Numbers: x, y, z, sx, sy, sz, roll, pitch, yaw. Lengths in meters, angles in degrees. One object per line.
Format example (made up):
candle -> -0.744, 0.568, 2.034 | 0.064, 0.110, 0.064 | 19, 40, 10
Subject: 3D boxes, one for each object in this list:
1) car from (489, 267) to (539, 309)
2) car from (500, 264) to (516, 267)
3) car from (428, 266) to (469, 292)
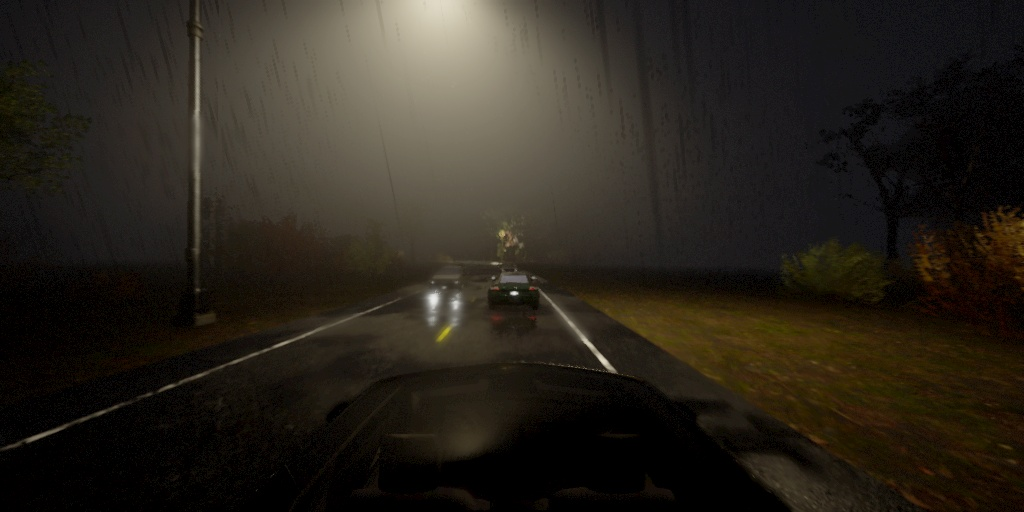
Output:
car -> 0.061, 1.341, 15.210 | 1.994, 1.385, 4.181 | 0, 0, -1
car -> -0.400, 1.408, 36.173 | 1.895, 1.301, 4.718 | 0, 0, -2
car -> -3.723, 1.337, 22.117 | 2.033, 1.411, 5.357 | 0, 0, -1
